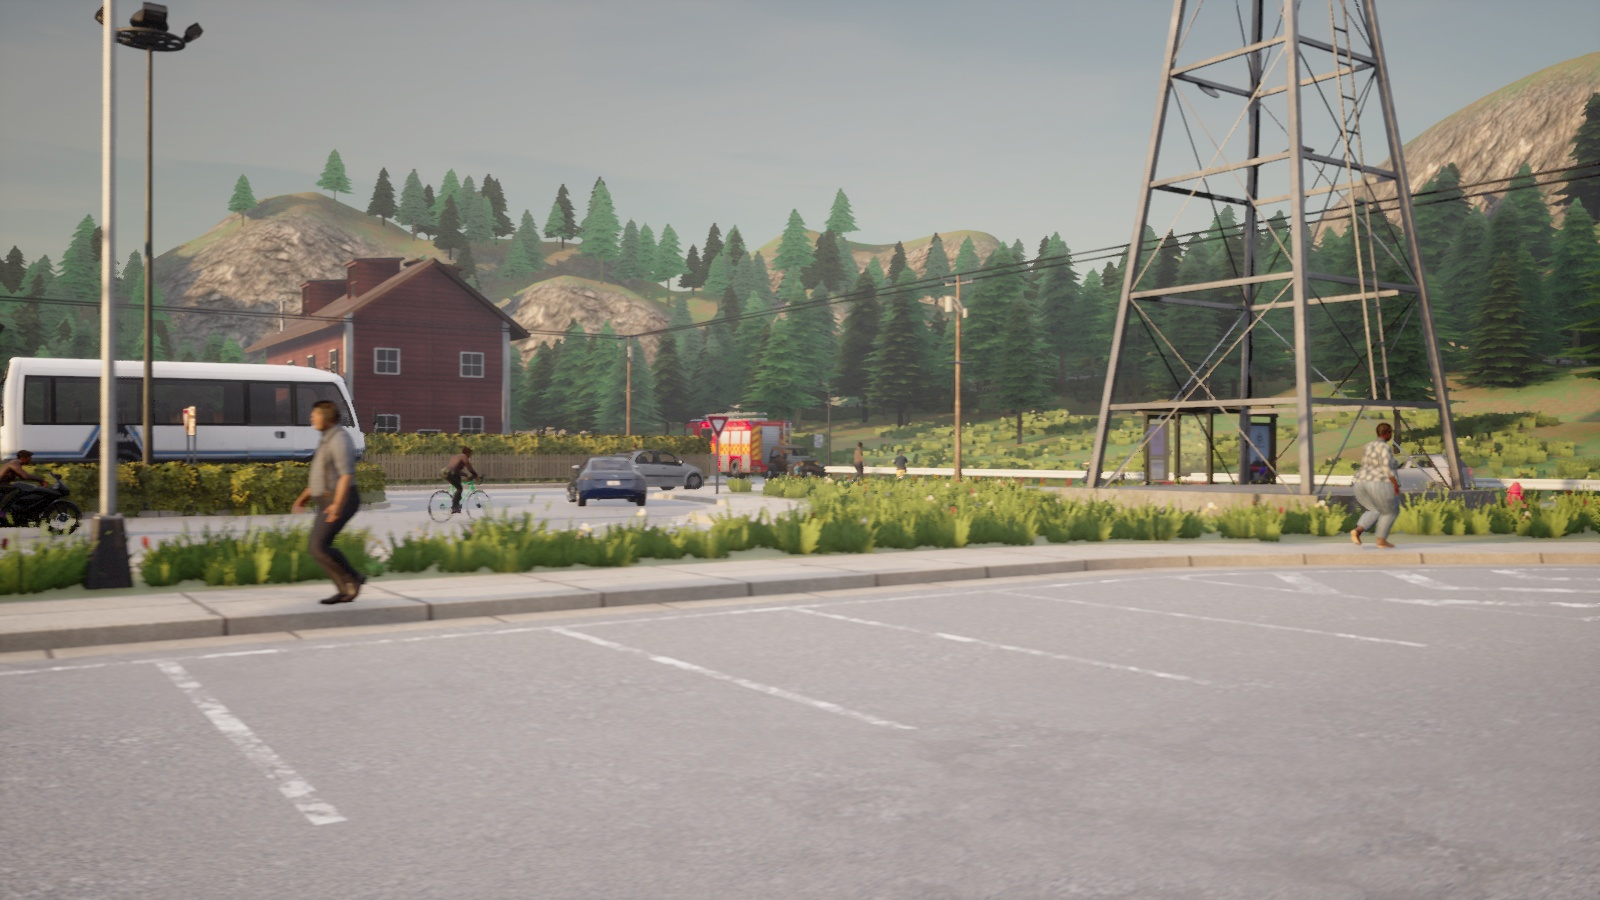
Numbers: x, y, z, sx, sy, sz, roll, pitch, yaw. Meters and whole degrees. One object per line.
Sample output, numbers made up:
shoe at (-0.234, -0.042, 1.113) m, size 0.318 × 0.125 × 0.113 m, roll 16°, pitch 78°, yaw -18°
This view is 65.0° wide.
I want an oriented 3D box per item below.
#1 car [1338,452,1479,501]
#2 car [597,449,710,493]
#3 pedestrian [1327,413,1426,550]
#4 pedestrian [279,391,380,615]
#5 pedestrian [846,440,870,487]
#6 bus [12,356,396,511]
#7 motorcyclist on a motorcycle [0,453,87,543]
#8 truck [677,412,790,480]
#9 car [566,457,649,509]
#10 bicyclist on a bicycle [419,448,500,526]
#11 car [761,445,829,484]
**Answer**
car at (19.489, 0.816, 40.322) m, size 1.845 × 1.501 × 3.633 m, roll 0°, pitch 0°, yaw -34°
car at (-5.517, 0.771, 47.688) m, size 1.851 × 1.617 × 3.988 m, roll 0°, pitch 0°, yaw 44°
pedestrian at (8.017, 0.426, 17.487) m, size 0.900 × 1.855 × 0.874 m, roll 0°, pitch 0°, yaw -14°
pedestrian at (-4.042, 0.435, 10.782) m, size 0.694 × 1.848 × 0.540 m, roll 0°, pitch 0°, yaw -35°
pedestrian at (2.240, 0.515, 48.690) m, size 0.869 × 1.805 × 0.328 m, roll 0°, pitch 0°, yaw -28°
bus at (-18.372, -0.497, 39.091) m, size 10.273 × 4.253 × 3.944 m, roll -1°, pitch 0°, yaw -34°
motorcyclist on a motorcycle at (-13.455, 0.808, 21.556) m, size 2.044 × 1.523 × 0.797 m, roll 0°, pitch 0°, yaw -34°
truck at (-4.130, -0.226, 75.568) m, size 2.891 × 3.827 × 8.468 m, roll 0°, pitch 0°, yaw -34°
car at (-5.620, 0.909, 36.324) m, size 1.994 × 1.385 × 4.181 m, roll 0°, pitch 0°, yaw -14°
bicyclist on a bicycle at (-7.264, 0.779, 26.845) m, size 0.582 × 1.620 × 1.656 m, roll -1°, pitch -1°, yaw 37°
car at (-0.292, 0.696, 63.087) m, size 1.905 × 1.878 × 3.866 m, roll 0°, pitch 0°, yaw -26°
